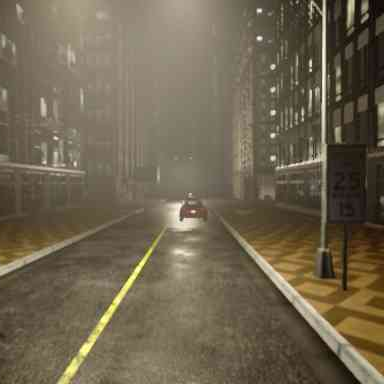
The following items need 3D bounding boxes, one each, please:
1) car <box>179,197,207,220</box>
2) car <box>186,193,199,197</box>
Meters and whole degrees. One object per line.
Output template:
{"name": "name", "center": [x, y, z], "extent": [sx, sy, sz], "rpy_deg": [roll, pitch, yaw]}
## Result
{"name": "car", "center": [0.089, 1.301, 24.843], "extent": [1.994, 1.385, 4.181], "rpy_deg": [0, 1, 0]}
{"name": "car", "center": [0.078, 0.955, 50.344], "extent": [2.128, 1.511, 4.902], "rpy_deg": [0, 1, 0]}
